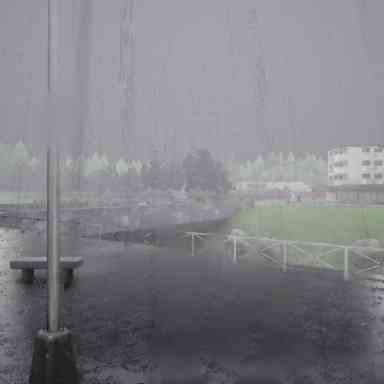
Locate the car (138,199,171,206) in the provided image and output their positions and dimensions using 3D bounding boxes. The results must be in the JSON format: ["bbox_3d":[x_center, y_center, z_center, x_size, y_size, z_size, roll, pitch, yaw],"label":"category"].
[{"bbox_3d":[-4.784,1.601,43.555,1.895,1.301,4.718,0,0,36],"label":"car"}]
